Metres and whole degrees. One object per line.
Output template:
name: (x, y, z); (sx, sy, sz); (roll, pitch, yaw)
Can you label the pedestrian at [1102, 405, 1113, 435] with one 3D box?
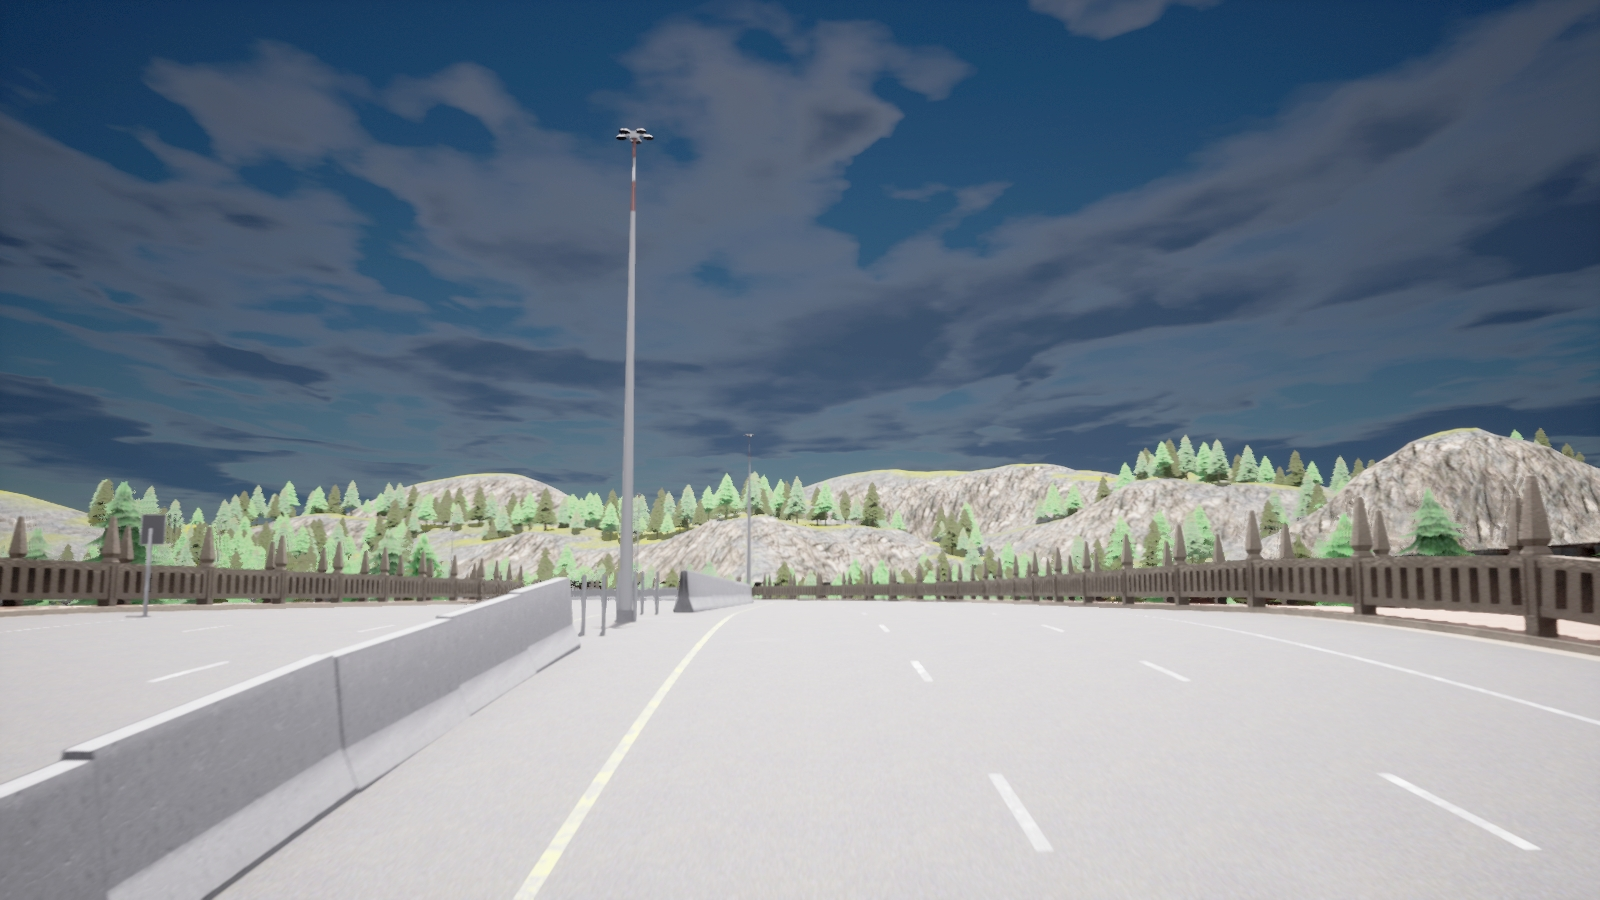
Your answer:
pedestrian: (13.990, -1.357, 51.963); (0.375, 1.300, 0.375); (0, -7, 0)
